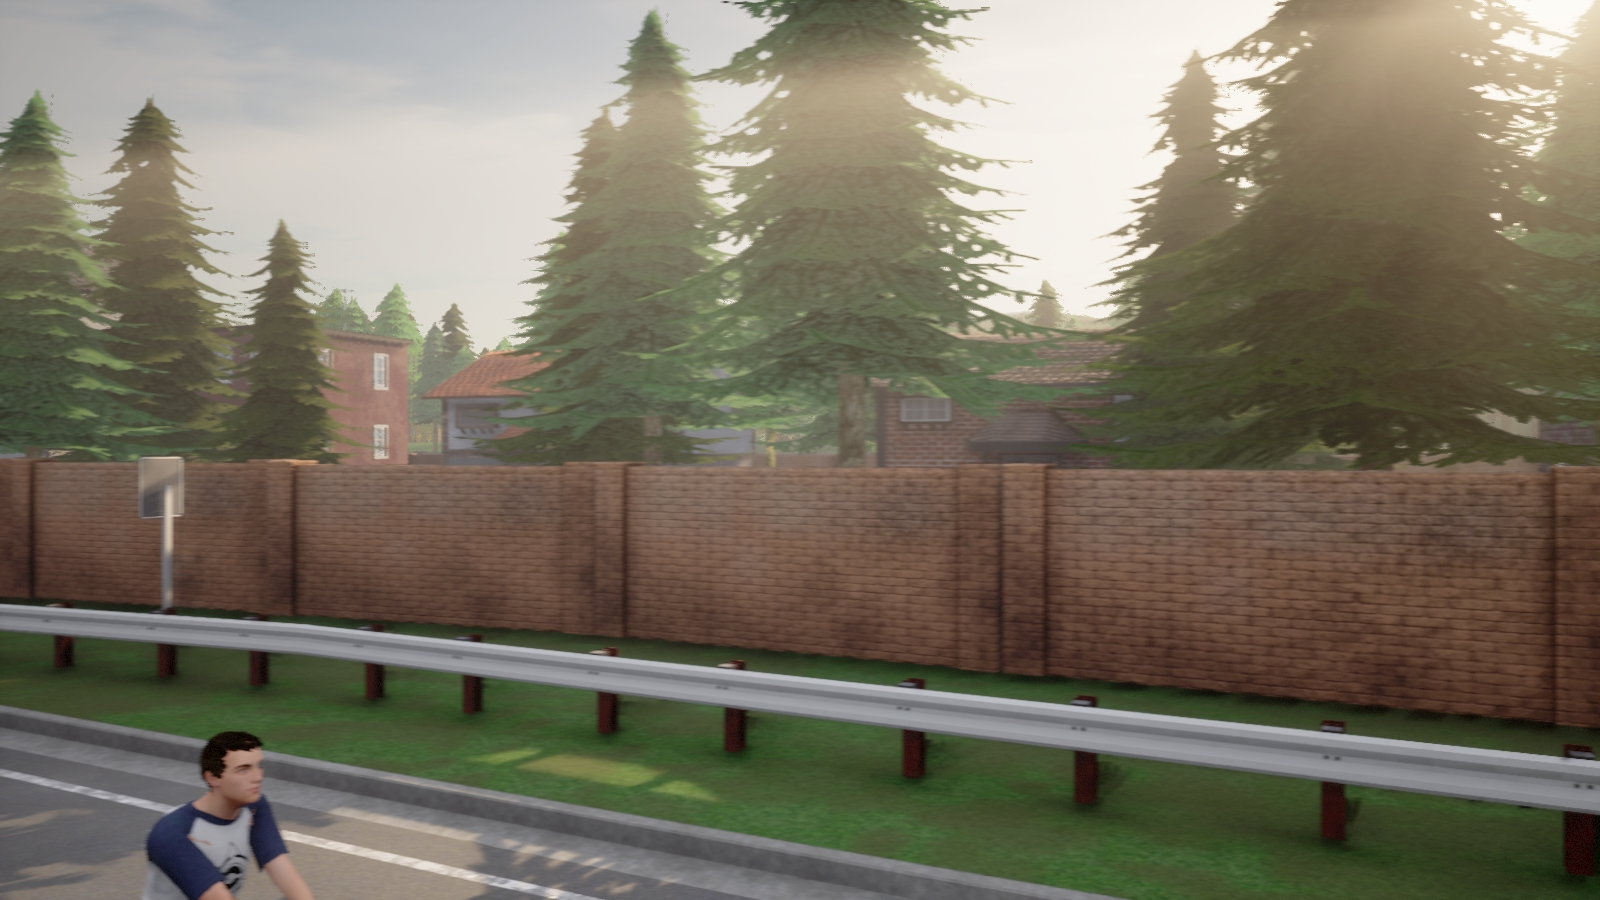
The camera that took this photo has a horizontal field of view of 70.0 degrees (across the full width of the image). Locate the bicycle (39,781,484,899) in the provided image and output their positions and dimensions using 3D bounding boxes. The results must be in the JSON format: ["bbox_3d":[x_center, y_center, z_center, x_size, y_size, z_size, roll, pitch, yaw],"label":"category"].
[{"bbox_3d":[-1.927,2.056,4.032,1.643,1.496,0.373,1,0,20],"label":"bicycle"}]
